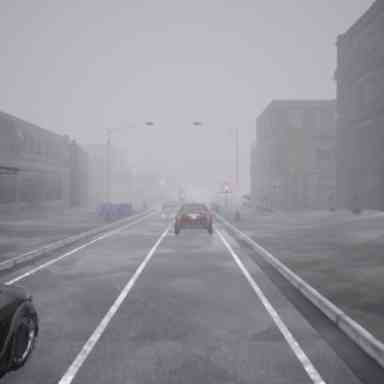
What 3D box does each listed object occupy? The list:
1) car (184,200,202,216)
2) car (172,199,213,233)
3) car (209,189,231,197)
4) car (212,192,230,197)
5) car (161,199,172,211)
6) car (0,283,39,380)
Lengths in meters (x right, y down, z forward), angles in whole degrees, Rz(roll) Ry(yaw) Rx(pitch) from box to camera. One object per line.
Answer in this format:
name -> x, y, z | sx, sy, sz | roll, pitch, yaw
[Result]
car -> 0.087, 1.729, 37.486 | 1.837, 1.490, 4.892 | -1, 1, 0
car -> 0.093, 1.414, 19.980 | 2.097, 1.767, 4.553 | 0, -1, 0
car -> 8.005, 0.804, 91.090 | 5.366, 1.575, 1.946 | 0, 2, -1
car -> 8.162, 0.749, 93.849 | 4.674, 1.452, 2.002 | 0, 2, -1
car -> -3.010, 1.614, 44.763 | 2.033, 1.411, 5.357 | 0, 0, 0
car -> -3.101, 1.563, 2.898 | 1.994, 1.385, 4.181 | 0, 0, 0
